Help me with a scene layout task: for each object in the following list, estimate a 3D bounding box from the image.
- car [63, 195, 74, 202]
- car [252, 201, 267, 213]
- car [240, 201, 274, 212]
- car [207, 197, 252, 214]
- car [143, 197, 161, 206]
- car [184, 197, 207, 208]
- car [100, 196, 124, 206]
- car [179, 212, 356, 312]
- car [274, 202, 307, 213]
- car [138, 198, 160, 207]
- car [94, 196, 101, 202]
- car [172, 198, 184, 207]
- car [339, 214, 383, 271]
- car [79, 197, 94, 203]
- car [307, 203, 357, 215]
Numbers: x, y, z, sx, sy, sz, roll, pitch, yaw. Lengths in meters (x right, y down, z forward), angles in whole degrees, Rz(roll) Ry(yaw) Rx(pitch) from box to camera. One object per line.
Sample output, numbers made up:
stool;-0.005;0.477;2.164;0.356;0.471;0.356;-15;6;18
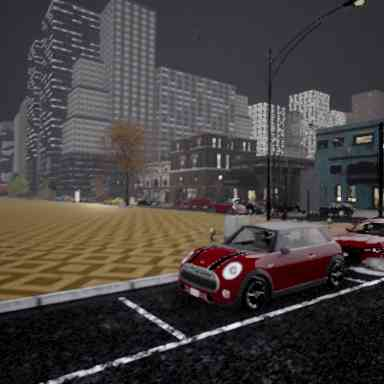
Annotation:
car;-30.732;1.931;84.826;1.752;1.417;4.829;1;-1;-35
car;5.970;1.662;36.389;1.837;1.490;4.892;1;-1;-35
car;8.413;1.860;43.247;1.802;1.307;4.206;1;-1;-35
car;3.830;1.551;34.696;1.967;1.590;4.097;1;-1;-35
car;-8.138;1.854;66.922;1.967;1.590;4.097;1;-1;-35
car;1.412;1.651;53.282;2.192;1.841;5.009;1;-1;-35
car;-14.930;1.796;62.009;1.752;1.417;4.829;1;-1;-35
car;1.689;1.456;7.707;4.097;1.590;1.967;0;1;-35
car;11.534;1.818;38.742;1.947;1.339;4.313;1;-1;-35
car;-7.443;1.764;55.894;2.128;1.511;4.902;1;-1;-34
car;-23.940;1.864;89.740;2.192;1.841;5.009;1;-1;-35
car;-1.776;1.802;57.825;1.967;1.590;4.097;1;-1;-35
car;6.285;1.576;10.985;4.507;1.381;1.887;0;1;-35
car;-24.508;1.918;75.839;1.947;1.339;4.313;1;-1;-35
car;14.655;1.778;34.236;2.008;1.369;4.403;1;-1;-35
